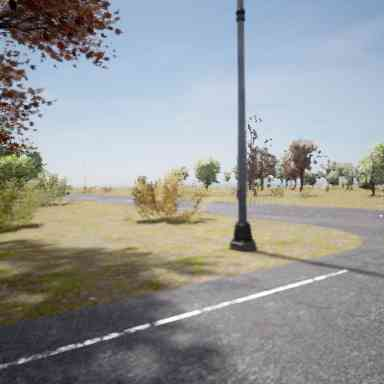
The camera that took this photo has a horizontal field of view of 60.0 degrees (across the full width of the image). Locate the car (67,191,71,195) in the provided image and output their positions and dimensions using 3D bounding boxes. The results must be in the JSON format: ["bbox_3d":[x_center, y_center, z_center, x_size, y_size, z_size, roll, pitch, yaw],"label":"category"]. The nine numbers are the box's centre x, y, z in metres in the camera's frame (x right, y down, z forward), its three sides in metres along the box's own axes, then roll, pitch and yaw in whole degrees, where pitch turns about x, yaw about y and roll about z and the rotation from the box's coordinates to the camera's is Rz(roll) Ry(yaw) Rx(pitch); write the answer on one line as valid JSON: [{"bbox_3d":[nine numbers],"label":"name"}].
[{"bbox_3d":[-32.970,0.253,86.961,1.895,1.301,4.718,-2,2,-28],"label":"car"}]
